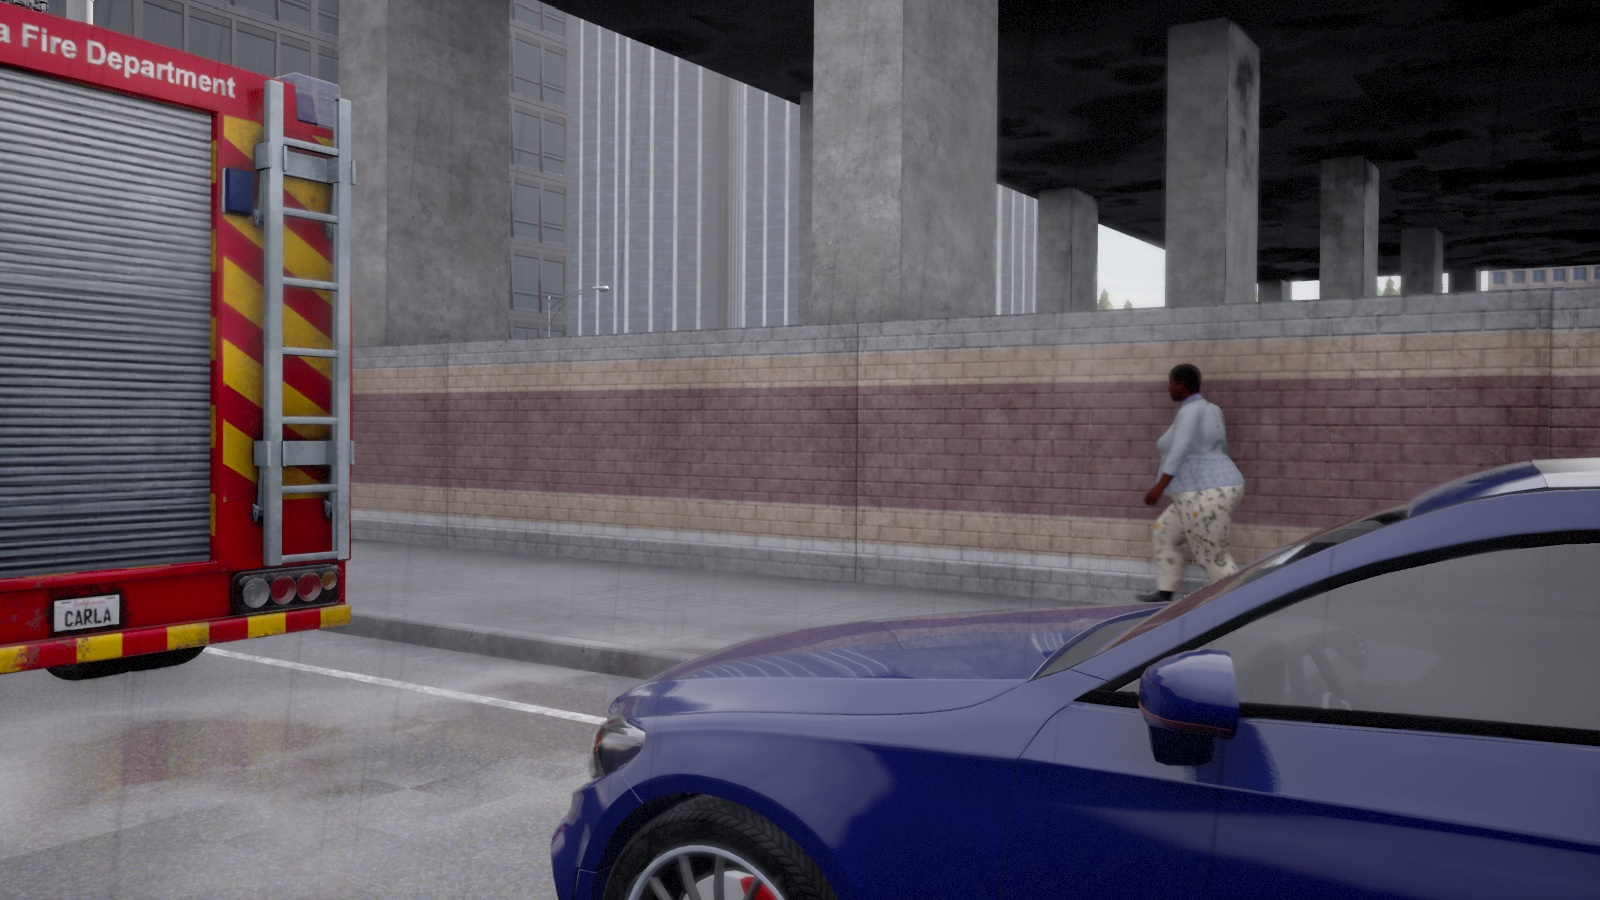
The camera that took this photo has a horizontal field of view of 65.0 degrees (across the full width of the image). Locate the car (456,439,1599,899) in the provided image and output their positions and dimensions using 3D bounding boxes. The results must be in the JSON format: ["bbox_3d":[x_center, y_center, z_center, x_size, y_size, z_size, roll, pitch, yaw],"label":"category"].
[{"bbox_3d":[1.618,0.708,2.546,4.674,1.442,1.812,0,1,33],"label":"car"}]

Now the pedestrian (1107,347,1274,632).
[{"bbox_3d":[2.735,0.251,8.768,0.900,1.855,0.874,0,1,33],"label":"pedestrian"}]

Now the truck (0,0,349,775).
[{"bbox_3d":[-6.880,-0.483,8.172,8.468,3.827,2.891,0,1,34],"label":"truck"}]
